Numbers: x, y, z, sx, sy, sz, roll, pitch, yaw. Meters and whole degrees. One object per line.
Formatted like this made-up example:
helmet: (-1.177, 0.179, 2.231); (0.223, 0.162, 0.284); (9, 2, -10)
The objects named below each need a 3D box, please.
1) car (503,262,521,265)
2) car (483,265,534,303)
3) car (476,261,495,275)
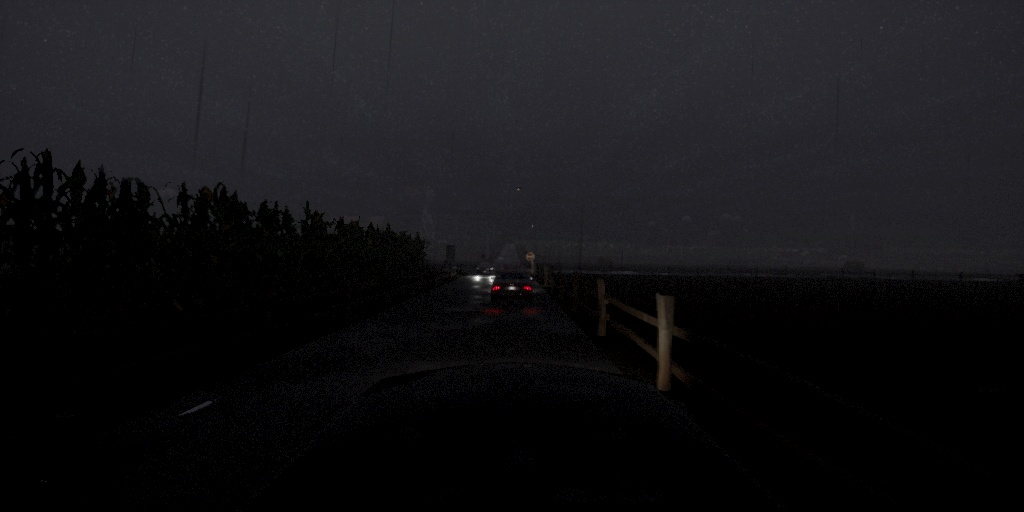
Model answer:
car: (0.000, 1.223, 31.512); (1.882, 1.535, 5.008); (0, 0, 0)
car: (0.000, 1.308, 16.506); (2.033, 1.411, 5.357); (0, 0, 0)
car: (-2.749, 1.294, 38.516); (1.812, 1.442, 4.674); (0, 0, 0)
